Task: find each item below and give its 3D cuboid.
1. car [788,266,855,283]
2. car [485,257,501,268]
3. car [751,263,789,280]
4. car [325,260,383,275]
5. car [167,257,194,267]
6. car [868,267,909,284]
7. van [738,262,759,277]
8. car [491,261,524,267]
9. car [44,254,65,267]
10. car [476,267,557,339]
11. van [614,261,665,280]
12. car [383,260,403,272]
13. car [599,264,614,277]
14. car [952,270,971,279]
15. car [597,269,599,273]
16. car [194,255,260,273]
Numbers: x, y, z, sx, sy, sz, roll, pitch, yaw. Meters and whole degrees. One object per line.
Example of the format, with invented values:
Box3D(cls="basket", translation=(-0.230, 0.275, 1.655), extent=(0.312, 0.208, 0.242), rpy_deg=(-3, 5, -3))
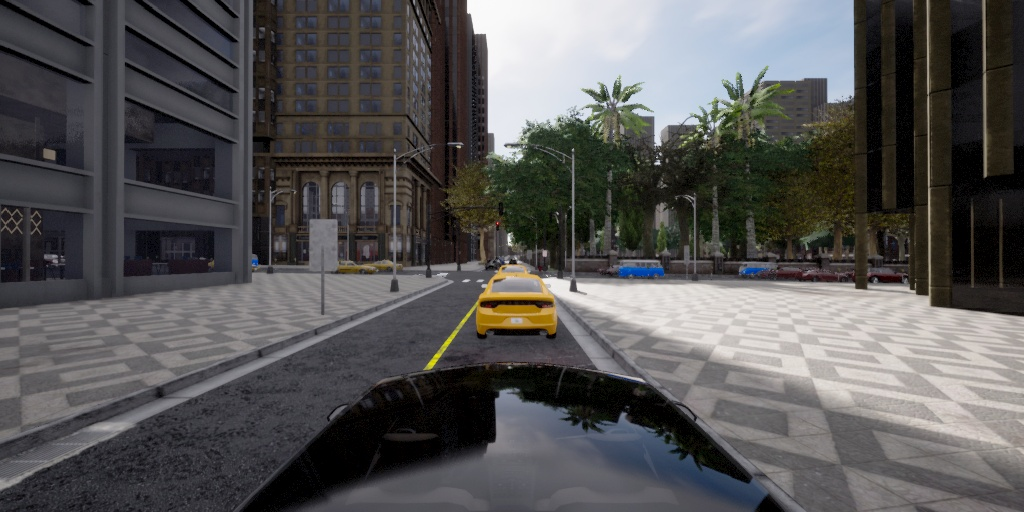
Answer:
Box3D(cls="car", translation=(28.523, 1.829, 33.072), extent=(4.207, 1.307, 1.802), rpy_deg=(0, 0, 0))
Box3D(cls="car", translation=(-2.952, 1.308, 52.707), extent=(1.837, 1.490, 4.892), rpy_deg=(0, 1, 0))
Box3D(cls="car", translation=(29.144, 1.816, 38.930), extent=(4.674, 1.442, 1.812), rpy_deg=(1, 0, 0))
Box3D(cls="car", translation=(-14.964, 1.051, 33.358), extent=(4.829, 1.417, 1.751), rpy_deg=(0, 0, 0))
Box3D(cls="car", translation=(-37.767, 0.772, 42.033), extent=(4.313, 1.339, 1.948), rpy_deg=(0, 0, 0))
Box3D(cls="car", translation=(34.047, 1.778, 33.036), extent=(4.097, 1.591, 1.967), rpy_deg=(0, 0, 0))
Box3D(cls="van", translation=(28.568, 1.636, 41.598), extent=(3.998, 1.789, 1.690), rpy_deg=(0, 0, 0))
Box3D(cls="car", translation=(0.049, 1.234, 20.197), extent=(1.882, 1.535, 5.008), rpy_deg=(0, 0, 0))
Box3D(cls="car", translation=(-43.486, 0.506, 33.545), extent=(4.097, 1.591, 1.967), rpy_deg=(0, 0, 0))
Box3D(cls="car", translation=(0.115, 1.229, 10.136), extent=(1.882, 1.535, 5.008), rpy_deg=(0, 0, 0))
Box3D(cls="van", translation=(11.953, 1.314, 33.181), extent=(3.998, 1.789, 1.690), rpy_deg=(0, 0, 0))
Box3D(cls="car", translation=(-15.258, 1.100, 41.885), extent=(4.829, 1.417, 1.751), rpy_deg=(0, 0, 0))
Box3D(cls="car", translation=(12.656, 1.565, 39.042), extent=(5.357, 1.411, 2.033), rpy_deg=(1, 0, 0))
Box3D(cls="car", translation=(46.856, 2.180, 38.717), extent=(5.357, 1.411, 2.033), rpy_deg=(1, 0, 0))
Box3D(cls="car", translation=(11.998, 1.604, 41.707), extent=(4.207, 1.307, 1.802), rpy_deg=(0, 0, 0))
Box3D(cls="car", translation=(-26.304, 0.866, 33.433), extent=(4.829, 1.417, 1.751), rpy_deg=(0, 0, 0))
